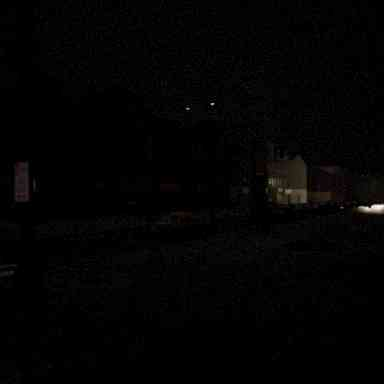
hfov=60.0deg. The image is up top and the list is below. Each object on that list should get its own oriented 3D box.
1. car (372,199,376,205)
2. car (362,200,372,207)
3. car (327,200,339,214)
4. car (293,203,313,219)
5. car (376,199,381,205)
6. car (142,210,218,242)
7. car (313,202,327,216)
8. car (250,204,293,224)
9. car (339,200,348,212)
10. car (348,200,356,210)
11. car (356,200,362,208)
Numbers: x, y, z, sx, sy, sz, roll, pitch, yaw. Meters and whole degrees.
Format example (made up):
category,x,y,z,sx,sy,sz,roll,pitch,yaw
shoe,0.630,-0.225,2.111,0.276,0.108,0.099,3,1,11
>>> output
category,x,y,z,sx,sy,sz,roll,pitch,yaw
car,35.238,2.208,67.266,1.887,1.381,4.507,-1,-2,35
car,31.989,2.143,62.675,2.008,1.369,4.403,-1,-1,35
car,15.737,1.831,39.716,1.887,1.381,4.507,-1,-1,35
car,9.237,1.741,30.533,2.008,1.369,4.403,-1,-1,35
car,44.988,2.456,81.039,2.008,1.369,4.403,-2,-2,35
car,-0.416,1.596,16.896,1.752,1.417,4.829,-1,-1,35
car,12.487,1.818,35.124,1.802,1.307,4.206,-1,-1,35
car,5.987,1.713,25.941,1.947,1.339,4.313,-1,-1,35
car,18.987,1.781,44.310,1.967,1.590,4.097,-1,-1,35
car,22.238,1.949,48.900,2.008,1.369,4.403,-1,-1,35
car,25.488,2.010,53.491,2.008,1.369,4.403,-1,-1,35
